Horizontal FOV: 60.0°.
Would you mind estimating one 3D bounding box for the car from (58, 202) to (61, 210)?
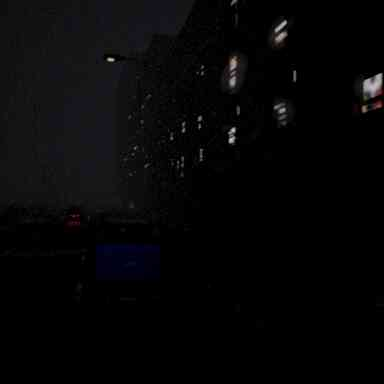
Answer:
[{"bbox_3d":[-27.662,2.892,65.828,2.008,1.369,4.403,2,-2,-17],"label":"car"}]

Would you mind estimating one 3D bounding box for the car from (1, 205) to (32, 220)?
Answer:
[{"bbox_3d":[-18.084,2.049,34.055,1.967,1.590,4.097,2,-2,-17],"label":"car"}]

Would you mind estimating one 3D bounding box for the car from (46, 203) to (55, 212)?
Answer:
[{"bbox_3d":[-24.470,2.647,55.237,2.008,1.369,4.403,2,-2,-17],"label":"car"}]

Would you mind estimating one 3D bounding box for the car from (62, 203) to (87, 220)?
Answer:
[{"bbox_3d":[-13.048,2.310,37.202,1.837,1.490,4.892,2,-2,-16],"label":"car"}]

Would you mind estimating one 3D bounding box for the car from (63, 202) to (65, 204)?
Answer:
[{"bbox_3d":[-32.401,3.237,81.554,1.752,1.417,4.829,2,-2,-17],"label":"car"}]

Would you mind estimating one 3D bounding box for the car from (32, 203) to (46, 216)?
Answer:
[{"bbox_3d":[-21.228,2.373,44.483,1.752,1.417,4.829,2,-2,-17],"label":"car"}]

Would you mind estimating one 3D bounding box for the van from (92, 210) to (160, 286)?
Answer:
[{"bbox_3d":[-2.078,1.591,9.990,1.690,1.788,3.998,2,-2,-17],"label":"van"}]

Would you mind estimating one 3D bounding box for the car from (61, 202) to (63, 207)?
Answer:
[{"bbox_3d":[-29.258,3.010,71.124,1.887,1.381,4.507,2,-2,-17],"label":"car"}]

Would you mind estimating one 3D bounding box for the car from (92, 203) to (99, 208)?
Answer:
[{"bbox_3d":[-26.026,3.662,89.423,1.802,1.307,4.206,2,-2,-17],"label":"car"}]

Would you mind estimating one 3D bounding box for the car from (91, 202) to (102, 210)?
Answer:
[{"bbox_3d":[-16.447,2.884,57.648,2.008,1.369,4.403,2,-2,-17],"label":"car"}]

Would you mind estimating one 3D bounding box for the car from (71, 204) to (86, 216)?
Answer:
[{"bbox_3d":[-16.317,2.528,47.926,1.882,1.535,5.008,2,-1,-17],"label":"car"}]

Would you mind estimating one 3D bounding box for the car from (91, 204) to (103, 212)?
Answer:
[{"bbox_3d":[-18.044,3.007,62.945,2.008,1.369,4.403,2,-2,-17],"label":"car"}]

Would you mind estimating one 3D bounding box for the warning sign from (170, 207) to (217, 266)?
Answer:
[{"bbox_3d":[0.028,1.446,11.249,1.300,1.860,1.060,2,-2,-17],"label":"warning sign"}]

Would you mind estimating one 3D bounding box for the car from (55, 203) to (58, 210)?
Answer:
[{"bbox_3d":[-26.064,2.659,60.536,1.967,1.590,4.097,2,-2,-17],"label":"car"}]
